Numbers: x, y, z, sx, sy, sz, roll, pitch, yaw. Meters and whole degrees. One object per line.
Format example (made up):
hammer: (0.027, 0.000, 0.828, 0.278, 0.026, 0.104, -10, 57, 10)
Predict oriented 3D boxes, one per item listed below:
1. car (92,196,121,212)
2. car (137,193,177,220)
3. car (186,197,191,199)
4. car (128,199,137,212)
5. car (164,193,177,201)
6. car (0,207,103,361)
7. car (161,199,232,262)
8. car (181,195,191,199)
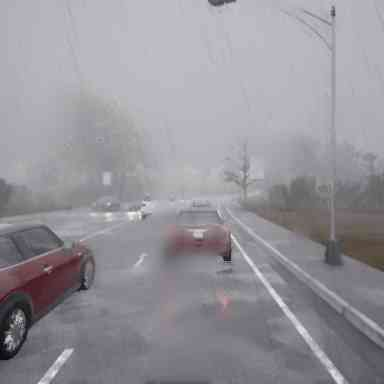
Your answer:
car: (-9.387, 1.252, 36.773, 2.097, 1.767, 4.553, 0, 0, 4)
car: (-2.738, 1.149, 27.565, 2.150, 2.045, 5.566, 0, 0, 3)
car: (0.818, 1.417, 28.488, 2.128, 1.511, 4.902, 0, 0, 3)
car: (-5.828, 1.464, 37.553, 1.994, 1.385, 4.181, 0, 0, 4)
car: (-4.912, 1.139, 77.569, 2.097, 1.767, 4.553, 0, 0, 8)
car: (-3.376, 1.334, 6.088, 2.097, 1.767, 4.553, 0, 0, 1)
car: (0.237, 1.320, 12.174, 2.097, 1.767, 4.553, 0, 0, 1)
car: (-1.329, 1.328, 77.890, 1.994, 1.385, 4.181, 0, 0, 9)
